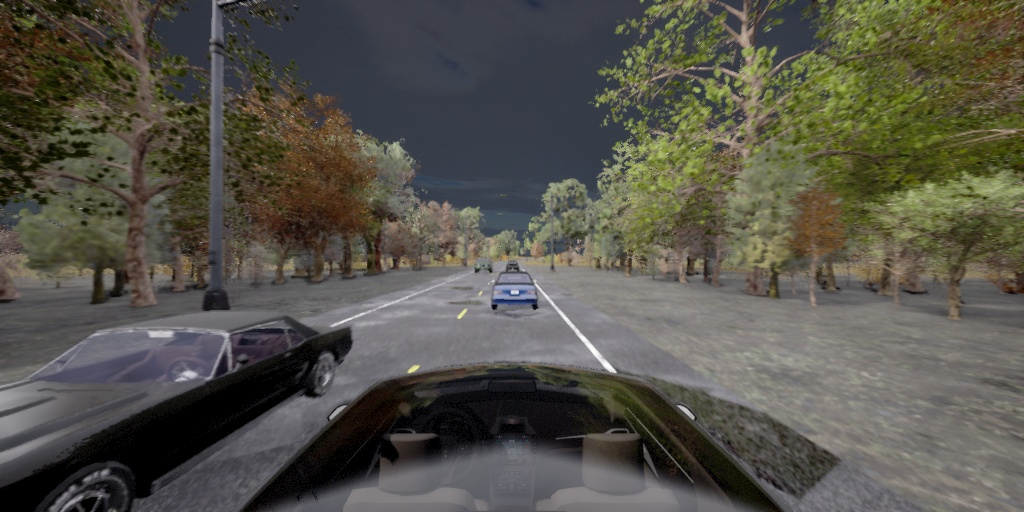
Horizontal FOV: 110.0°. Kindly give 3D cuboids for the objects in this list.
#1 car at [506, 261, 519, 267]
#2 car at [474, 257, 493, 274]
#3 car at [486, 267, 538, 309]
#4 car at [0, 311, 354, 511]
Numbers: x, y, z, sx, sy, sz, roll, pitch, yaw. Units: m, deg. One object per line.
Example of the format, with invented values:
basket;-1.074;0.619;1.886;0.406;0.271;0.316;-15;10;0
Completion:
car;0.096;1.463;51.314;1.837;1.490;4.892;0;0;0
car;-3.576;1.156;46.127;2.150;2.045;5.566;0;0;0
car;0.098;1.356;15.384;2.033;1.411;5.357;0;0;0
car;-3.600;1.360;3.813;1.895;1.301;4.718;0;0;0
